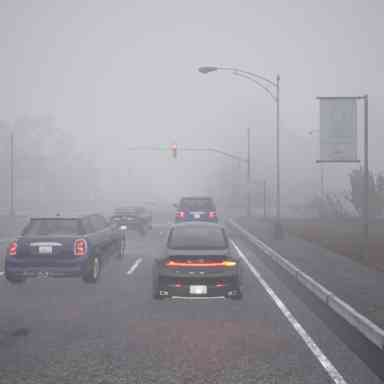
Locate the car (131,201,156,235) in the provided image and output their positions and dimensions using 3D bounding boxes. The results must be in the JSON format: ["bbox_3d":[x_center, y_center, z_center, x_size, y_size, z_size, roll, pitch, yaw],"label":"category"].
[{"bbox_3d":[-3.360,1.505,18.774,1.837,1.490,4.892,0,0,0],"label":"car"}]

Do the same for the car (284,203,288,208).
[{"bbox_3d":[14.545,1.547,42.150,5.357,1.411,2.033,0,0,3],"label":"car"}]

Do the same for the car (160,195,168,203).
[{"bbox_3d":[-6.849,1.547,69.282,2.033,1.411,5.357,0,0,0],"label":"car"}]

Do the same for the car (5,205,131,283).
[{"bbox_3d":[-3.379,1.352,9.815,2.097,1.767,4.553,0,0,0],"label":"car"}]

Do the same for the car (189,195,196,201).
[{"bbox_3d":[0.187,1.471,85.950,1.882,1.535,5.008,0,0,0],"label":"car"}]

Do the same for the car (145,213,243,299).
[{"bbox_3d":[0.118,1.505,8.400,1.837,1.490,4.892,0,0,0],"label":"car"}]

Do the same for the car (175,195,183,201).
[{"bbox_3d":[-3.312,1.471,85.958,1.882,1.535,5.008,0,0,0],"label":"car"}]

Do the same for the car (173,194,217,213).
[{"bbox_3d":[0.163,1.221,18.248,2.150,2.045,5.566,0,0,-2],"label":"car"}]

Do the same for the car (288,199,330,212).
[{"bbox_3d":[14.135,1.504,38.667,4.892,1.490,1.837,0,0,3],"label":"car"}]

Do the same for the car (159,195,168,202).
[{"bbox_3d":[-6.826,1.478,79.992,1.882,1.535,5.008,0,0,0],"label":"car"}]

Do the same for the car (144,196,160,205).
[{"bbox_3d":[-6.964,1.526,55.740,1.812,1.442,4.674,0,0,0],"label":"car"}]
